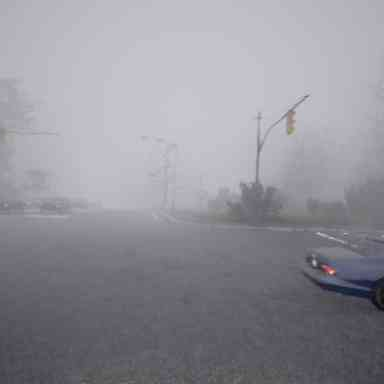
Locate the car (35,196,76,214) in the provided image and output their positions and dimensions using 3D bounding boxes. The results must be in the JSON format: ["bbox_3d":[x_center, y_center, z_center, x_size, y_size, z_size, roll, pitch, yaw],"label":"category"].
[{"bbox_3d":[-12.406,1.125,30.584,1.882,1.535,5.008,2,-1,-8],"label":"car"}]

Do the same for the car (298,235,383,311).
[{"bbox_3d":[5.204,1.684,7.317,5.357,1.411,2.033,2,0,1],"label":"car"}]

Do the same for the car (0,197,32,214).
[{"bbox_3d":[-15.576,1.109,28.108,1.895,1.301,4.718,2,-1,-8],"label":"car"}]

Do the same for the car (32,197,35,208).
[{"bbox_3d":[-17.074,1.235,37.637,1.837,1.490,4.892,2,-2,-9],"label":"car"}]

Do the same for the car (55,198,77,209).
[{"bbox_3d":[-19.155,1.773,50.926,2.128,1.511,4.902,2,-3,-9],"label":"car"}]

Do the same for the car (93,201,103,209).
[{"bbox_3d":[-16.642,2.217,57.547,1.994,1.385,4.181,2,-3,-9],"label":"car"}]

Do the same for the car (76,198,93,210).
[{"bbox_3d":[-14.312,1.486,42.592,1.882,1.535,5.008,2,-3,-9],"label":"car"}]
